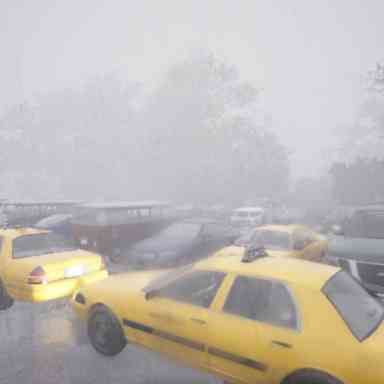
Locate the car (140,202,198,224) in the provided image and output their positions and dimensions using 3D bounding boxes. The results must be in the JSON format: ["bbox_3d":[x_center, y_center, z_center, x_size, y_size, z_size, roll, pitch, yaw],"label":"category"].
[{"bbox_3d":[-1.843,1.678,28.368,1.946,1.575,5.366,0,0,36],"label":"car"}]

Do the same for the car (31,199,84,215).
[{"bbox_3d":[-15.326,1.623,38.151,1.946,1.575,5.366,0,0,36],"label":"car"}]

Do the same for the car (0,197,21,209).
[{"bbox_3d":[-26.778,1.543,46.000,1.946,1.575,5.366,0,0,36],"label":"car"}]

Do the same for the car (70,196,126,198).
[{"bbox_3d":[-8.709,1.414,33.088,2.435,2.045,5.566,0,0,36],"label":"car"}]

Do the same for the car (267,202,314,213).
[{"bbox_3d":[7.041,1.662,21.703,2.097,1.535,5.008,0,-1,36],"label":"car"}]

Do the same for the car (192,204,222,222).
[{"bbox_3d":[2.542,1.676,24.952,2.231,1.521,4.892,0,-1,36],"label":"car"}]

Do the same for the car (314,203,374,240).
[{"bbox_3d":[9.288,1.655,20.073,2.097,1.535,5.008,0,-1,36],"label":"car"}]

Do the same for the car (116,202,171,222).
[{"bbox_3d":[-4.213,1.711,29.823,2.163,1.488,4.792,0,0,36],"label":"car"}]

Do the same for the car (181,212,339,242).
[{"bbox_3d":[2.178,1.554,8.837,1.946,1.575,5.366,0,-1,36],"label":"car"}]

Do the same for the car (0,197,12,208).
[{"bbox_3d":[-28.913,1.533,47.785,2.231,1.521,4.892,0,0,36],"label":"car"}]

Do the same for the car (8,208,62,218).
[{"bbox_3d":[-4.524,1.578,13.921,2.097,1.535,5.008,0,-1,36],"label":"car"}]

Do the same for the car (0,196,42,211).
[{"bbox_3d":[-22.157,1.453,42.916,2.185,1.767,4.553,0,0,36],"label":"car"}]

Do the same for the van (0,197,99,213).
[{"bbox_3d":[-6.861,1.357,15.480,1.878,1.987,4.442,0,-1,36],"label":"van"}]

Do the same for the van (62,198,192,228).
[{"bbox_3d":[-2.182,1.347,12.375,1.878,1.987,4.442,0,-1,36],"label":"van"}]

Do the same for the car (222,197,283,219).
[{"bbox_3d":[4.775,1.417,23.307,2.435,2.045,5.566,0,-1,36],"label":"car"}]

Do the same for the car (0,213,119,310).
[{"bbox_3d":[-4.310,1.495,7.904,5.366,1.575,1.801,0,0,36],"label":"car"}]

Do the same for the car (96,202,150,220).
[{"bbox_3d":[-6.431,1.704,31.504,2.163,1.488,4.792,0,0,36],"label":"car"}]

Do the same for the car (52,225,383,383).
[{"bbox_3d":[0.548,1.489,4.370,5.366,1.575,1.801,0,0,36],"label":"car"}]

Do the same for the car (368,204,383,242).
[{"bbox_3d":[11.536,1.650,18.444,2.231,1.521,4.892,0,-1,36],"label":"car"}]
